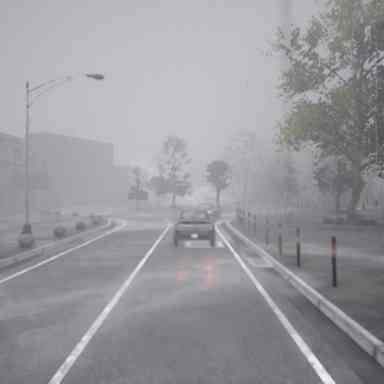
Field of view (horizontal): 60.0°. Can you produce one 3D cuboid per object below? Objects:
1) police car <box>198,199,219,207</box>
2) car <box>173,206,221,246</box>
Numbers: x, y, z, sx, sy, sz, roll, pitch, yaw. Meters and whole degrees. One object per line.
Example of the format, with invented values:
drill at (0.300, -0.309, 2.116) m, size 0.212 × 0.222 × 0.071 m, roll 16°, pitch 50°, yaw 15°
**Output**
police car at (1.365, 1.756, 30.157) m, size 2.038 × 1.542 × 4.974 m, roll 0°, pitch 0°, yaw 13°
car at (0.102, 1.610, 15.898) m, size 2.128 × 1.511 × 4.902 m, roll 0°, pitch -1°, yaw 0°
